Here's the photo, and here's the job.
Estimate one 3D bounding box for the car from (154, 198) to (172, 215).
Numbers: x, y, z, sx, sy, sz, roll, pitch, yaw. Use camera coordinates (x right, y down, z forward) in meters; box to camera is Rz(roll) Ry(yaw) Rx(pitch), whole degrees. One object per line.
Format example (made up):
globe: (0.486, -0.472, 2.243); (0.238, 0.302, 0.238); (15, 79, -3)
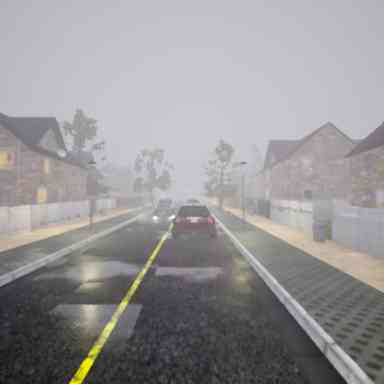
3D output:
car: (-2.738, 1.454, 34.588); (2.097, 1.767, 4.553); (0, 0, 0)

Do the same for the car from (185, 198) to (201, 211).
car: (0.115, 1.556, 42.387); (1.882, 1.535, 5.008); (0, 0, 0)

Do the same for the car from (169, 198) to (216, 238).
car: (0.106, 1.383, 17.864); (2.097, 1.767, 4.553); (0, 0, 0)
